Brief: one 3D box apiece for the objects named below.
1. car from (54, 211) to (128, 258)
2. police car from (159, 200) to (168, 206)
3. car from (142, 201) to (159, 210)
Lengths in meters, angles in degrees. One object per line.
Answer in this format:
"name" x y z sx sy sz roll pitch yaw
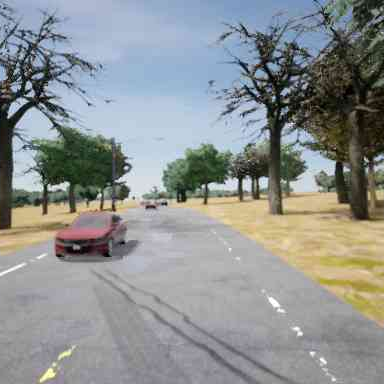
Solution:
"car" -3.827 1.556 13.337 1.882 1.535 5.008 0 0 -2
"police car" -7.680 3.059 91.423 1.930 1.638 5.238 0 -2 -11
"car" -6.704 2.285 54.396 1.895 1.301 4.718 0 -1 -6
